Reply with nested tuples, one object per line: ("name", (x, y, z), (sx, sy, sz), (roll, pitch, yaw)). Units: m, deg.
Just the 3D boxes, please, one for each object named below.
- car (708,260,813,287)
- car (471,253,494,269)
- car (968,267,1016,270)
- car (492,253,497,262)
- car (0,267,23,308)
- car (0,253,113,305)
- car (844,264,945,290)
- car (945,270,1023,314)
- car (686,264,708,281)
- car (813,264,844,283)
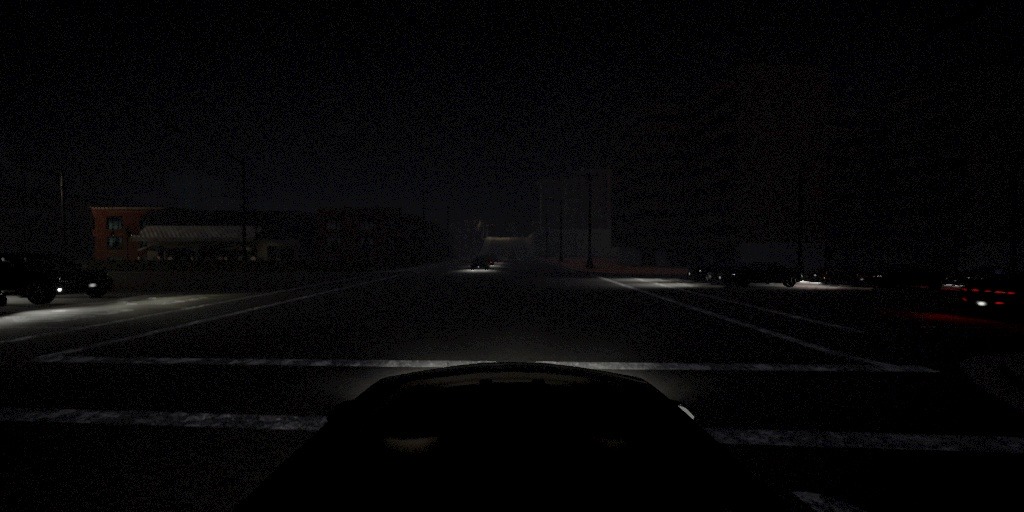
("car", (15.666, 1.140, 22.826), (4.902, 1.511, 2.128), (1, 1, -1))
("car", (-3.584, 0.741, 41.066), (2.033, 1.411, 5.357), (0, 1, 0))
("car", (35.732, 1.508, 26.805), (5.357, 1.411, 2.033), (1, 1, -1))
("car", (-3.546, 0.503, 51.523), (1.837, 1.490, 4.892), (0, 1, 0))
("car", (-19.888, 1.245, 11.842), (4.892, 1.490, 1.837), (0, 1, 1))
("car", (-20.650, 0.896, 15.347), (5.566, 2.045, 2.150), (0, 1, 1))
("car", (24.911, 1.283, 23.047), (4.902, 1.511, 2.128), (1, 1, -1))
("car", (18.342, 1.383, 12.208), (4.892, 1.490, 1.837), (1, 1, -1))
("car", (15.460, 1.073, 26.321), (4.902, 1.511, 2.128), (1, 1, -1))
("car", (24.374, 1.281, 26.546), (4.181, 1.385, 1.994), (1, 1, -2))
